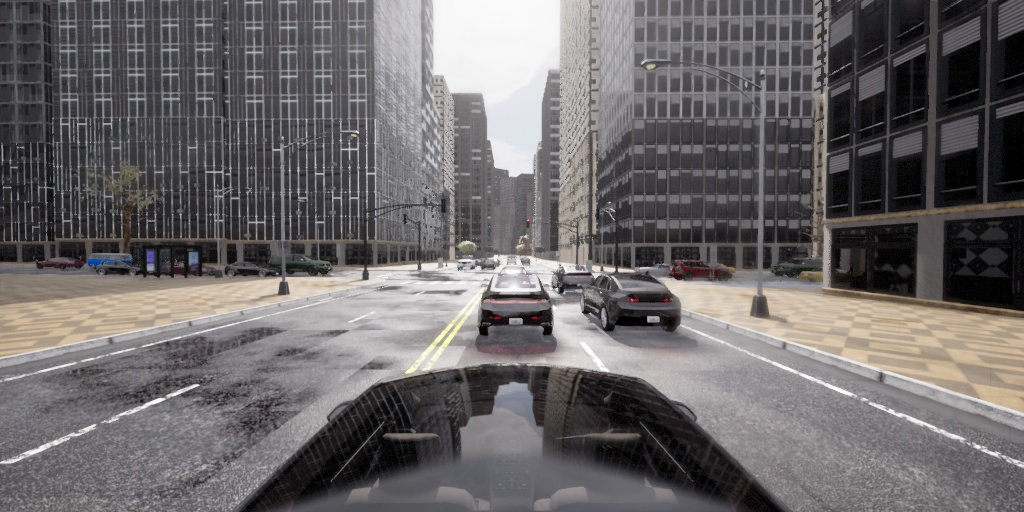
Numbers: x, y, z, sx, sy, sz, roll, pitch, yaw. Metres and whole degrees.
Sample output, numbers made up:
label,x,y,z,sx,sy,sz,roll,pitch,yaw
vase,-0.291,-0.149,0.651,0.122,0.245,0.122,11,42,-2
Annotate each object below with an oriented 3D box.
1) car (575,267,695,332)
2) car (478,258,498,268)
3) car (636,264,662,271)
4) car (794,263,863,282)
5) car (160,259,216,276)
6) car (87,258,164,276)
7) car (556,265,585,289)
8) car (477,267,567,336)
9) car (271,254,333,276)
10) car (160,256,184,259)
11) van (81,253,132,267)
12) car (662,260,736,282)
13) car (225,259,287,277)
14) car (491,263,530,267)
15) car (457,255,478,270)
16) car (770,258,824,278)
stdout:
label,x,y,z,sx,sy,sz,roll,pitch,yaw
car,3.339,1.250,10.888,1.837,1.490,4.892,0,0,0
car,-3.398,1.192,52.166,1.882,1.535,5.008,0,0,0
car,15.058,1.452,36.779,4.718,1.301,1.895,0,1,0
car,27.608,1.578,30.813,4.829,1.417,1.751,0,0,1
car,-28.450,1.138,31.606,4.207,1.307,1.802,0,0,1
car,-34.131,1.069,31.772,4.313,1.339,1.948,0,0,1
car,3.330,1.232,20.136,2.128,1.511,4.902,0,0,0
car,0.090,1.238,10.393,2.128,1.511,4.902,0,0,0
car,-20.135,0.809,34.131,5.566,2.045,2.150,0,1,1
car,-32.140,0.831,34.366,4.553,1.767,2.097,0,1,1
van,-45.332,0.605,40.420,3.998,1.789,1.690,0,0,1
car,16.160,1.269,30.997,5.009,1.841,2.192,0,0,1
car,-22.766,1.173,31.479,4.313,1.339,1.948,0,0,1
car,0.079,1.288,20.128,2.033,1.411,5.357,0,0,0
car,-6.648,0.935,52.614,2.150,2.045,5.566,0,0,0
car,29.643,1.197,36.553,5.566,2.045,2.150,0,1,1
